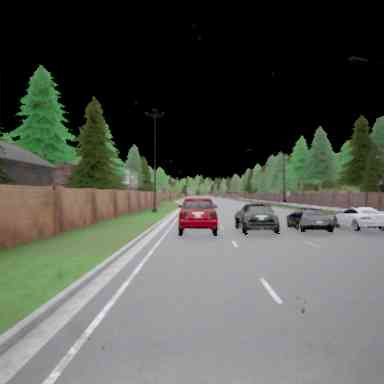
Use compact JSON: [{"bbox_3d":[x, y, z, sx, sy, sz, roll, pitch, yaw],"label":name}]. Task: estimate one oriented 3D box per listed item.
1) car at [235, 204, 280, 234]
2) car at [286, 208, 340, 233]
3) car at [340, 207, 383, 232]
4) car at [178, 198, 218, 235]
[{"bbox_3d":[3.862,1.504,20.391,2.097,1.767,4.553,0,0,1],"label":"car"},{"bbox_3d":[7.372,1.730,21.160,1.994,1.385,4.181,0,0,1],"label":"car"},{"bbox_3d":[10.865,1.703,21.585,1.812,1.442,4.674,0,0,1],"label":"car"},{"bbox_3d":[0.355,1.362,19.886,2.150,2.045,5.566,0,0,1],"label":"car"}]
